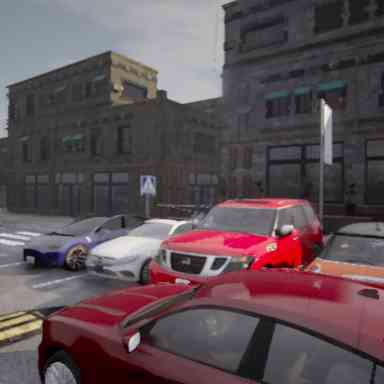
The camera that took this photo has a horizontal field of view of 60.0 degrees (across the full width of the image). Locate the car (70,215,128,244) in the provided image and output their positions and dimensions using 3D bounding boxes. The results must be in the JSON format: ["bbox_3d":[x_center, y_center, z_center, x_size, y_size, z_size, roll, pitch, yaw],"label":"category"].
[{"bbox_3d":[-0.783,1.487,9.521,2.002,1.452,4.674,0,0,36],"label":"car"}]

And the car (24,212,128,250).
[{"bbox_3d":[-3.045,1.460,11.099,2.163,1.488,4.792,0,0,36],"label":"car"}]

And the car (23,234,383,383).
[{"bbox_3d":[0.627,1.472,2.932,5.008,1.535,1.882,0,0,36],"label":"car"}]

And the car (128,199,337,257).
[{"bbox_3d":[1.445,1.210,7.892,2.435,2.045,5.566,0,0,36],"label":"car"}]
